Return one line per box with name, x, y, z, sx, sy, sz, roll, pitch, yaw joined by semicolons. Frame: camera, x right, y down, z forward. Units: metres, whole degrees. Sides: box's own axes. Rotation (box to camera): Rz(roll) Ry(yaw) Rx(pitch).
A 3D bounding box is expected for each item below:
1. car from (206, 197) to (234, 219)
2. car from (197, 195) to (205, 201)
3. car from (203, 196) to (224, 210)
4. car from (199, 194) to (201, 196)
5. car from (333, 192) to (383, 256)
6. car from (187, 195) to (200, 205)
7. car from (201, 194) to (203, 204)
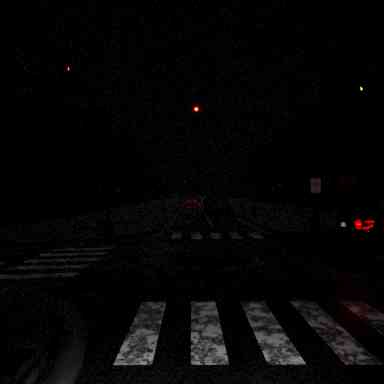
car;2.597;1.473;29.715;1.967;1.590;4.097;-1;0;0
car;2.525;1.712;94.544;1.967;1.590;4.097;-1;0;0
car;2.590;1.360;35.117;2.192;1.841;5.009;-1;0;0
car;2.914;1.505;67.886;2.097;1.767;4.553;0;0;0
car;7.171;0.983;9.915;5.566;2.045;2.150;-2;0;0
car;0.042;1.722;60.171;1.895;1.301;4.718;0;0;0
car;2.584;1.374;40.520;2.192;1.841;5.009;-1;0;0
